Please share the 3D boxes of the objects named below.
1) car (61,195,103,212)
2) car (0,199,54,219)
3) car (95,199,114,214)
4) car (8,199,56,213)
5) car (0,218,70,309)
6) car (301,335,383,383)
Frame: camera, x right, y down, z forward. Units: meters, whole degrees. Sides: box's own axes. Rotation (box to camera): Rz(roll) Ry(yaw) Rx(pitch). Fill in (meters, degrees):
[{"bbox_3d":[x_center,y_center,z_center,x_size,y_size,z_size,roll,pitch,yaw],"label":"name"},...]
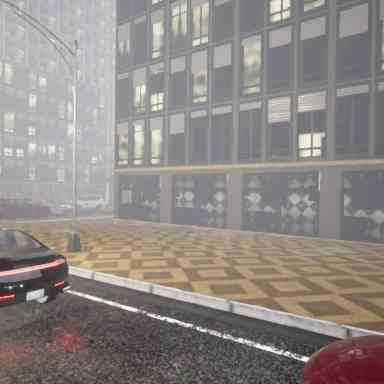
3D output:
[{"bbox_3d":[-13.825,1.429,42.563,2.150,2.045,5.566,1,0,36],"label":"car"},{"bbox_3d":[-15.555,1.519,30.467,2.192,1.841,5.009,1,0,36],"label":"car"},{"bbox_3d":[-8.773,1.829,39.690,1.752,1.417,4.829,1,0,36],"label":"car"},{"bbox_3d":[-19.068,1.642,39.836,1.752,1.417,4.829,1,0,36],"label":"car"},{"bbox_3d":[-4.575,1.488,6.920,4.902,1.511,2.128,0,0,35],"label":"car"},{"bbox_3d":[2.912,1.526,1.619,4.674,1.442,1.812,0,0,35],"label":"car"}]
